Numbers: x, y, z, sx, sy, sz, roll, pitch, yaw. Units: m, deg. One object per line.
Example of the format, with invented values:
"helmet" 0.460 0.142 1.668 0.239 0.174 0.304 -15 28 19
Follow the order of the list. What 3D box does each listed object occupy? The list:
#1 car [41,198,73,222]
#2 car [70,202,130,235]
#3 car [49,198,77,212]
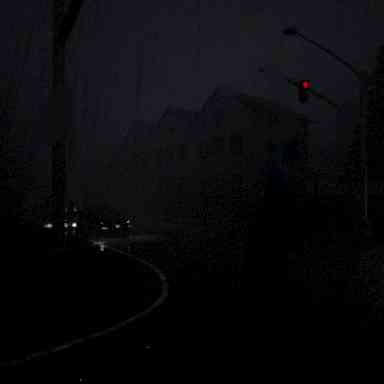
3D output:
"car" -10.789 1.363 27.026 2.097 1.767 4.553 0 0 -34
"car" -5.182 1.510 18.985 1.837 1.490 4.892 0 0 -35
"car" -15.739 1.515 40.447 2.128 1.511 4.902 0 0 -35
